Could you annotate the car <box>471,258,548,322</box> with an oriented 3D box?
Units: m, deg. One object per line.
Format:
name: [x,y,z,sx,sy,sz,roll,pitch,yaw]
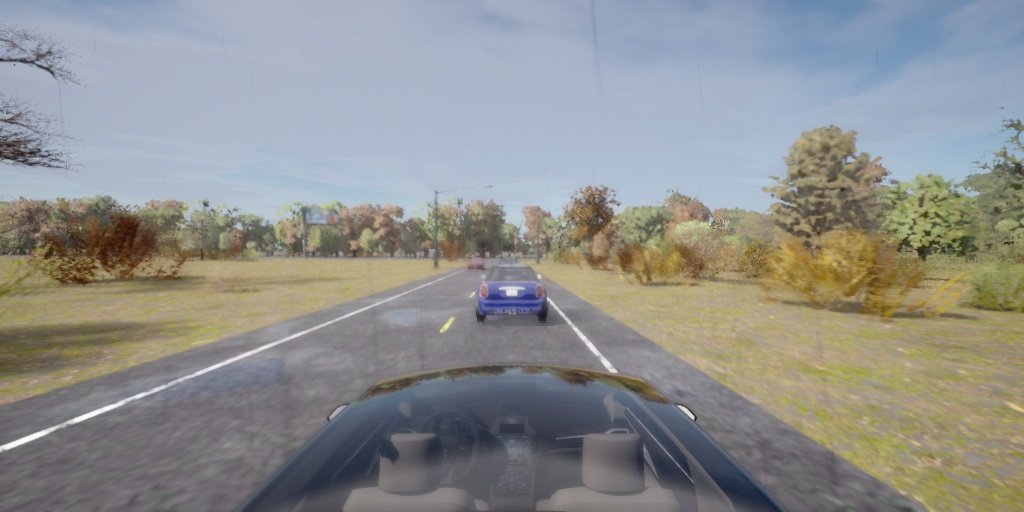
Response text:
car: [-0.023,1.031,12.154,2.097,1.767,4.553,0,0,-1]

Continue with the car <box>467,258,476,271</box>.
car: [-4.126,0.950,41.944,1.882,1.535,5.008,0,0,-1]
